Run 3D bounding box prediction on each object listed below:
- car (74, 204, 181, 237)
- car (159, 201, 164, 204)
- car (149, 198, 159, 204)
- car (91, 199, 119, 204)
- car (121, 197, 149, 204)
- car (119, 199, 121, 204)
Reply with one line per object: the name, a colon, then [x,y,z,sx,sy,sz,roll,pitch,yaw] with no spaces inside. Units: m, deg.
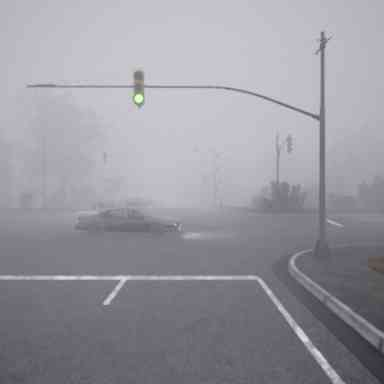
car: [-3.287,1.504,17.321,5.357,1.411,2.033,0,0,5]
car: [-7.016,2.513,69.881,1.994,1.385,4.181,0,-2,0]
car: [-7.087,1.811,55.141,1.882,1.535,5.008,0,-2,0]
car: [-10.627,1.489,39.940,1.895,1.301,4.718,0,-1,1]
car: [-7.109,1.397,41.887,1.882,1.535,5.008,0,-1,1]
car: [-10.596,1.741,52.776,1.837,1.490,4.892,0,-2,0]
